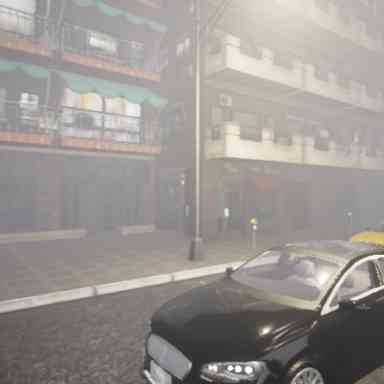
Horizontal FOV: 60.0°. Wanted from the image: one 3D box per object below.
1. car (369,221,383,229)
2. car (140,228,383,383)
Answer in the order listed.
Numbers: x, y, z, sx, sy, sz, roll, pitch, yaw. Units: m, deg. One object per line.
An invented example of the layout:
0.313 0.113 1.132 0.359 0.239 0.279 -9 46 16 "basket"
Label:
7.363 1.538 11.806 4.829 1.417 1.752 0 0 -35 "car"
1.698 1.496 4.579 4.902 1.511 2.128 0 0 -35 "car"
